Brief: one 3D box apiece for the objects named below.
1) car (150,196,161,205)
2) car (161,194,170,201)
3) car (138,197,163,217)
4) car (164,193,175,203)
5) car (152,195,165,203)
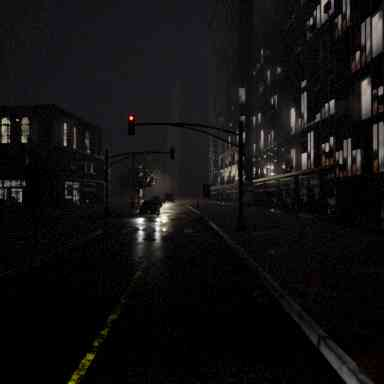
[{"bbox_3d":[-6.724,1.488,61.614,1.837,1.490,4.892,0,0,-6],"label":"car"},{"bbox_3d":[-6.418,1.335,79.403,1.812,1.442,4.674,0,0,-10],"label":"car"},{"bbox_3d":[-3.901,1.502,31.137,1.837,1.490,4.892,0,0,-4],"label":"car"},{"bbox_3d":[-4.869,1.208,69.136,2.150,2.045,5.566,0,0,-8],"label":"car"},{"bbox_3d":[-5.185,1.554,47.301,1.994,1.385,4.181,0,0,-6],"label":"car"}]
